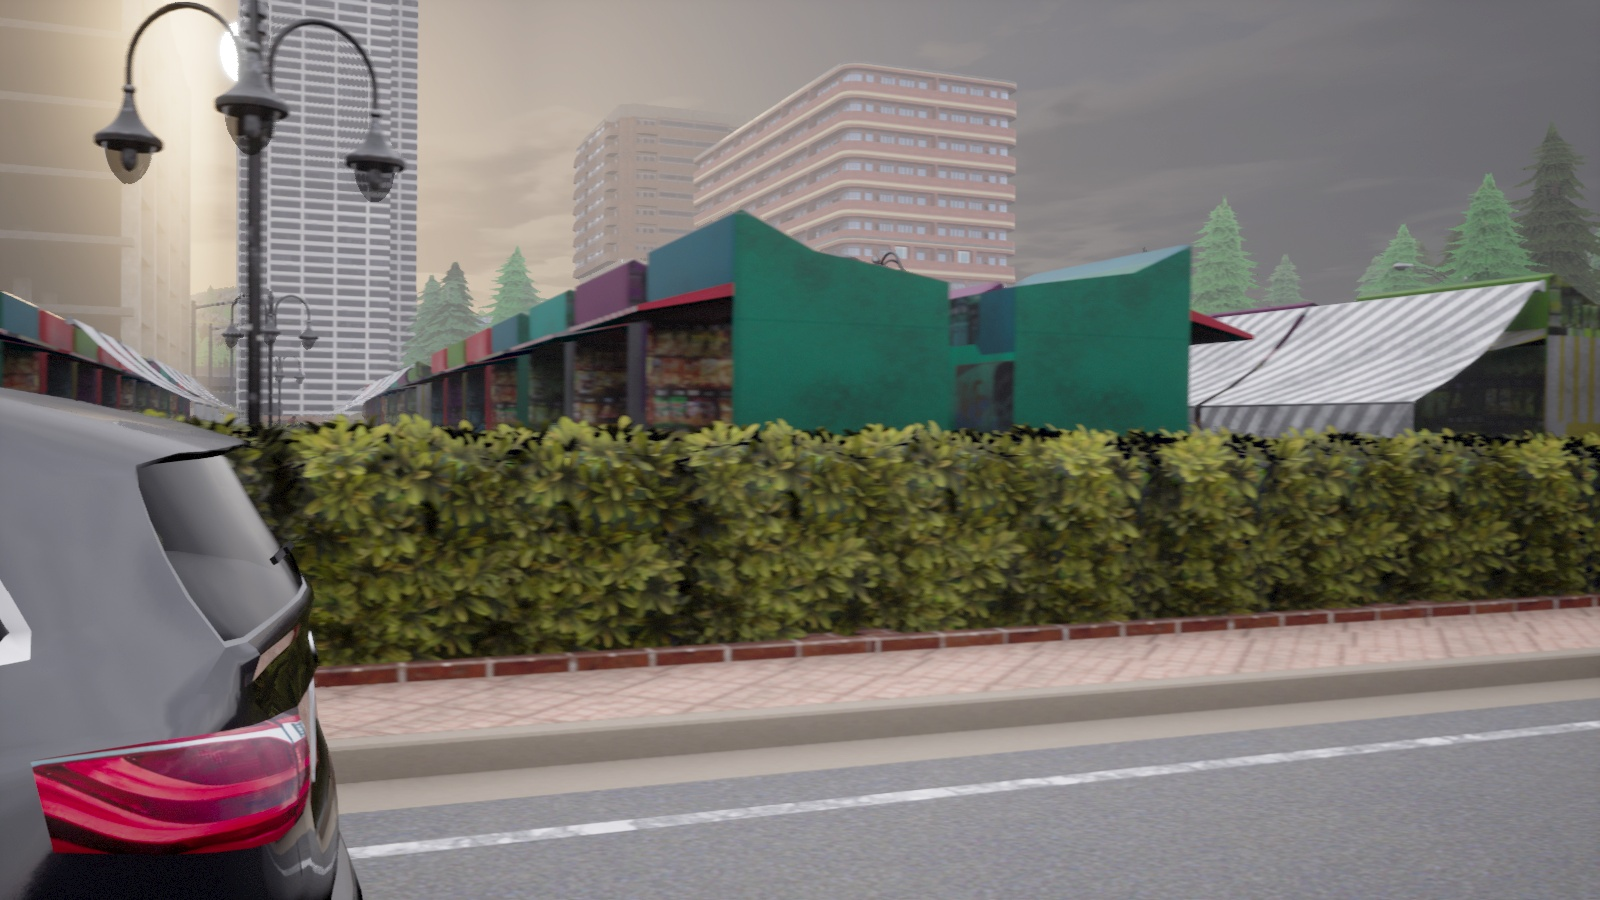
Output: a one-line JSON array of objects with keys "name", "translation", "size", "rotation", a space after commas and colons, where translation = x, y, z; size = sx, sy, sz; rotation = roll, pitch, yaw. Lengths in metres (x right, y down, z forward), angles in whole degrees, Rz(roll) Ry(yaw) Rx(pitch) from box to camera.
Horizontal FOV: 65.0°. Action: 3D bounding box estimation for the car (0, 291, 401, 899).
[{"name": "car", "translation": [-3.132, 0.643, 2.048], "size": [4.611, 1.667, 2.242], "rotation": [-1, 1, -21]}]
